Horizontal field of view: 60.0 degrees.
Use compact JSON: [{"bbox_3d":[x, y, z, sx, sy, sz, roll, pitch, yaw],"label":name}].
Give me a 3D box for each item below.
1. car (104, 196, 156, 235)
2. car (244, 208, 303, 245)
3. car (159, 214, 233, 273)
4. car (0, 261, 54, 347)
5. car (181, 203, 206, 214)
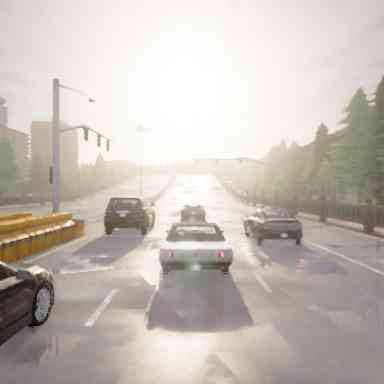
[{"bbox_3d":[-3.401,1.212,19.016,2.150,2.045,5.566,0,0,0],"label":"car"},{"bbox_3d":[3.596,1.484,15.385,2.128,1.511,4.902,0,0,0],"label":"car"},{"bbox_3d":[0.100,1.595,10.560,1.895,1.301,4.718,0,0,0],"label":"car"},{"bbox_3d":[-3.402,1.503,4.115,1.837,1.490,4.892,0,0,0],"label":"car"},{"bbox_3d":[0.097,1.550,27.165,1.994,1.385,4.181,0,0,0],"label":"car"}]
